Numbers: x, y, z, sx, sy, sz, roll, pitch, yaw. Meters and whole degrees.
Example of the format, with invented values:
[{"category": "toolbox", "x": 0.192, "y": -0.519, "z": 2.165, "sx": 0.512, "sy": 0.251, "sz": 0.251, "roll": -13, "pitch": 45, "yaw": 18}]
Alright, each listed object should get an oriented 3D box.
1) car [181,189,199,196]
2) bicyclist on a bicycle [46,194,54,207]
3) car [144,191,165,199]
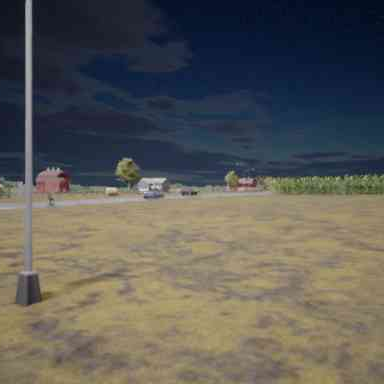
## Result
[{"category": "car", "x": -0.387, "y": 0.126, "z": 69.724, "sx": 1.837, "sy": 1.490, "sz": 4.892, "roll": 1, "pitch": 2, "yaw": 35}, {"category": "bicyclist on a bicycle", "x": -16.839, "y": 1.002, "z": 39.474, "sx": 1.656, "sy": 1.620, "sz": 0.582, "roll": 0, "pitch": 1, "yaw": 35}, {"category": "car", "x": -6.751, "y": 0.529, "z": 60.633, "sx": 1.994, "sy": 1.385, "sz": 4.181, "roll": 1, "pitch": 2, "yaw": 36}]
